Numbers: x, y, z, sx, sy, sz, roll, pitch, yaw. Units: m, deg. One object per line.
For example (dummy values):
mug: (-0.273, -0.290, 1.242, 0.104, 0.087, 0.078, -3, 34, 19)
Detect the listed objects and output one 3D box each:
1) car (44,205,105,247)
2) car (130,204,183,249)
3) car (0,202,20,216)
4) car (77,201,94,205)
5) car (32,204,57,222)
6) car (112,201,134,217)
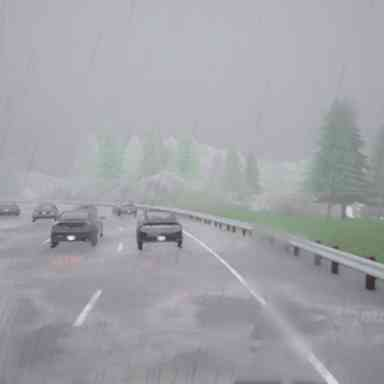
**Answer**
car: (-5.233, 1.570, 15.512, 1.837, 1.490, 4.892, 0, 0, -11)
car: (-1.558, 1.538, 14.896, 2.128, 1.511, 4.902, 0, 0, -10)
car: (-18.668, 1.741, 33.855, 1.994, 1.385, 4.181, 0, 0, -26)
car: (-10.562, 1.640, 32.901, 1.837, 1.490, 4.892, 0, 0, -23)
car: (-12.187, 1.678, 27.820, 2.033, 1.411, 5.357, 0, 0, -20)
car: (-6.644, 1.607, 32.529, 2.128, 1.511, 4.902, 0, 0, -22)
